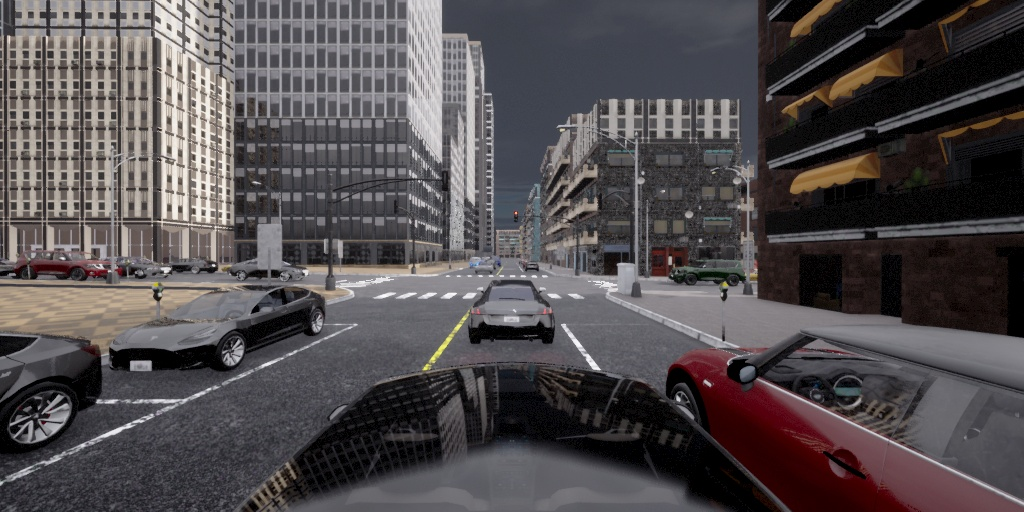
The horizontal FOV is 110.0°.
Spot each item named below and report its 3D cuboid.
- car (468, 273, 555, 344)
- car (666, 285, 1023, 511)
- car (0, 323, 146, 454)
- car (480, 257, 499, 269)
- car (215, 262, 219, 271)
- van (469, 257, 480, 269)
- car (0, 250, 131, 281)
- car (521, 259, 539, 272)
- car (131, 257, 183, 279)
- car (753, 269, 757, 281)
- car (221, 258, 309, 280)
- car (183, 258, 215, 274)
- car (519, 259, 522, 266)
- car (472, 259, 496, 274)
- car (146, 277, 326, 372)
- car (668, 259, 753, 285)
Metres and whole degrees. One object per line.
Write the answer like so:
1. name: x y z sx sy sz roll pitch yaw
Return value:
1. car: -0.015 1.314 9.616 1.994 1.385 4.181 0 0 0
2. car: 2.693 1.190 2.460 1.967 1.591 4.097 0 0 0
3. car: -5.688 1.316 2.437 1.948 1.339 4.313 0 0 0
4. car: -3.224 1.260 51.918 1.837 1.490 4.892 0 0 0
5. car: -22.117 0.880 30.739 4.829 1.417 1.751 0 0 -1
6. van: -5.833 1.097 57.295 1.690 1.789 3.998 0 0 0
7. car: -27.436 0.591 22.195 5.009 1.841 2.192 0 0 -1
8. car: 2.575 1.319 47.351 1.948 1.339 4.313 0 0 0
9. car: -26.360 0.780 24.802 4.902 1.511 2.128 1 0 -1
10. car: 21.291 1.698 31.256 4.829 1.417 1.751 0 0 -1
11. car: -16.775 0.960 24.940 4.902 1.511 2.128 1 0 -1
12. car: -27.561 0.816 30.575 4.313 1.339 1.948 0 0 -1
13. car: 2.548 1.301 57.318 1.888 1.381 4.507 0 0 0
14. car: -3.202 1.353 41.929 1.895 1.301 4.718 0 0 0
15. car: -5.702 1.315 7.684 1.948 1.339 4.313 0 0 0
16. car: 15.514 1.290 28.581 5.566 2.045 2.150 1 0 -1
